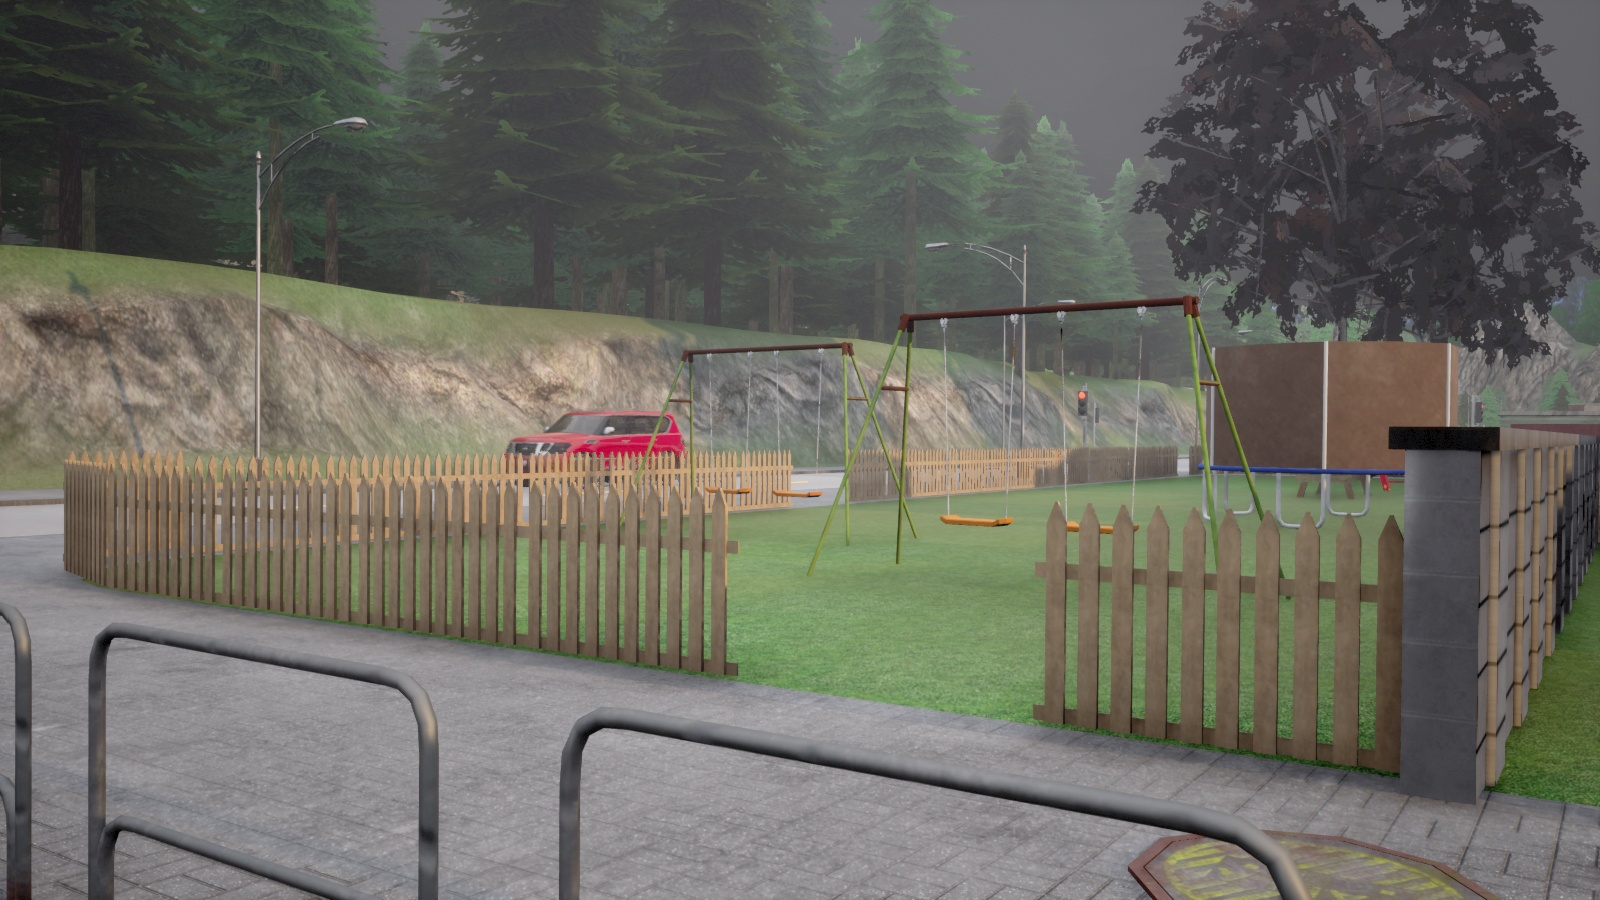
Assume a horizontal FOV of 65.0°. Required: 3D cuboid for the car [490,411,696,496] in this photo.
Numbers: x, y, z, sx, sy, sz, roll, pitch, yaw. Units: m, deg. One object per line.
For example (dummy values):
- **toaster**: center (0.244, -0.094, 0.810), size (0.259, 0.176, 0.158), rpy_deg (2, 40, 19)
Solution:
- **car**: center (-5.330, 0.045, 33.223), size (2.150, 2.045, 5.566), rpy_deg (0, 1, 34)
